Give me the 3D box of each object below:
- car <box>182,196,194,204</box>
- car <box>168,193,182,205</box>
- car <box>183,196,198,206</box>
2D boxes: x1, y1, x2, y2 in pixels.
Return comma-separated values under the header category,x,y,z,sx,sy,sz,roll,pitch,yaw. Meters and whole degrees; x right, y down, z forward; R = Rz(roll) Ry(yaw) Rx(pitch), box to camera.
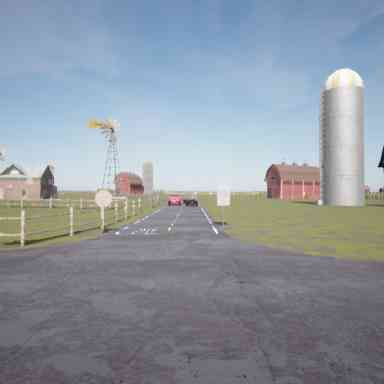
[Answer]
category,x,y,z,sx,sy,sz,roll,pitch,yaw
car,-0.735,1.498,64.102,1.882,1.535,5.008,0,0,-6
car,-3.006,1.245,58.060,2.150,2.045,5.566,0,0,-2
car,-0.068,1.504,53.992,1.882,1.535,5.008,0,0,-2
